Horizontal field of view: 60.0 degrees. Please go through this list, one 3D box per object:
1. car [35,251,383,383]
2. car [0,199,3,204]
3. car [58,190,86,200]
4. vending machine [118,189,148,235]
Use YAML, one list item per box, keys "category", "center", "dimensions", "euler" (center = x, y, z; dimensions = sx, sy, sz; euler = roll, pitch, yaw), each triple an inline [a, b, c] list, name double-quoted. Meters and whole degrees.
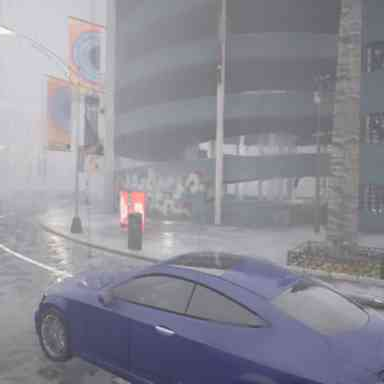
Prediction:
- category: "car"
  center: [0.029, 1.476, 4.006]
  dimensions: [4.674, 1.442, 1.812]
  euler: [2, 1, 36]
- category: "car"
  center: [-19.739, 0.782, 30.801]
  dimensions: [2.033, 1.411, 5.357]
  euler: [1, 1, -3]
- category: "car"
  center: [-18.680, 0.478, 52.265]
  dimensions: [1.837, 1.490, 4.892]
  euler: [1, 0, 28]
- category: "vending machine"
  center: [-2.864, 0.934, 16.039]
  dimensions: [1.100, 2.100, 0.880]
  euler: [0, 1, -40]
